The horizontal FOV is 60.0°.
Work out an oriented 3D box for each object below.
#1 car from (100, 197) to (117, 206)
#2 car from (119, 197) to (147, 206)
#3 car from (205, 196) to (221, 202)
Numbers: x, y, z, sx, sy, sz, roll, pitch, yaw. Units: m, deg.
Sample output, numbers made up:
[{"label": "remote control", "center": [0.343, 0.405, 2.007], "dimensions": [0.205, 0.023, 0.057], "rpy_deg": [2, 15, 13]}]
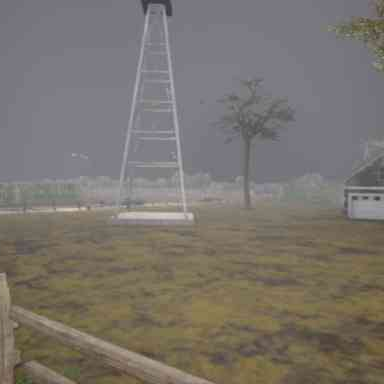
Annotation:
[{"label": "car", "center": [-13.500, 1.619, 56.588], "dimensions": [1.994, 1.385, 4.181], "rpy_deg": [1, 1, 36]}, {"label": "car", "center": [-9.716, 1.599, 57.052], "dimensions": [2.128, 1.511, 4.902], "rpy_deg": [1, 1, 36]}, {"label": "car", "center": [4.850, 1.577, 77.731], "dimensions": [1.882, 1.535, 5.008], "rpy_deg": [1, 1, 35]}]
